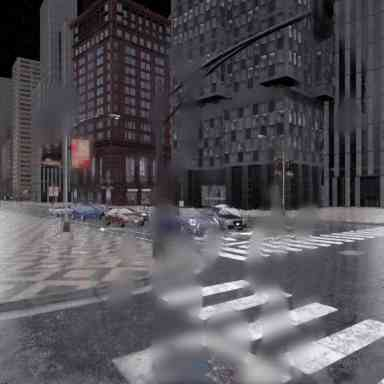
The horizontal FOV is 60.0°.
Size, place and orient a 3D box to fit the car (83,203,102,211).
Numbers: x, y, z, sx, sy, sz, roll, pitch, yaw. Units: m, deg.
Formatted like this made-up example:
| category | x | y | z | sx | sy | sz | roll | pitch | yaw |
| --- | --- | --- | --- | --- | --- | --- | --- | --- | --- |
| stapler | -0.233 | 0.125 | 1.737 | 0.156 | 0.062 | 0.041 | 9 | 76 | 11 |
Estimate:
| category | x | y | z | sx | sy | sz | roll | pitch | yaw |
| --- | --- | --- | --- | --- | --- | --- | --- | --- | --- |
| car | -18.651 | 2.727 | 62.136 | 1.895 | 1.301 | 4.718 | 0 | -1 | -36 |

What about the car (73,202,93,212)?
| category | x | y | z | sx | sy | sz | roll | pitch | yaw |
| --- | --- | --- | --- | --- | --- | --- | --- | --- | --- |
| car | -18.586 | 2.549 | 56.472 | 1.837 | 1.490 | 4.892 | 0 | -1 | -36 |

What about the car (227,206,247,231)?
| category | x | y | z | sx | sy | sz | roll | pitch | yaw |
| --- | --- | --- | --- | --- | --- | --- | --- | --- | --- |
| car | 1.691 | 1.861 | 22.312 | 1.994 | 1.385 | 4.181 | 0 | -1 | -36 |

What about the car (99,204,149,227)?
| category | x | y | z | sx | sy | sz | roll | pitch | yaw |
| --- | --- | --- | --- | --- | --- | --- | --- | --- | --- |
| car | -5.534 | 1.976 | 26.808 | 1.812 | 1.442 | 4.674 | 0 | -1 | -36 |

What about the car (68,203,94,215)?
| category | x | y | z | sx | sy | sz | roll | pitch | yaw |
| --- | --- | --- | --- | --- | --- | --- | --- | --- | --- |
| car | -15.589 | 2.353 | 46.477 | 2.128 | 1.511 | 4.902 | 0 | -1 | -35 |

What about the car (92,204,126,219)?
| category | x | y | z | sx | sy | sz | roll | pitch | yaw |
| --- | --- | --- | --- | --- | --- | --- | --- | --- | --- |
| car | -9.552 | 2.153 | 37.984 | 2.128 | 1.511 | 4.902 | 0 | -1 | -36 |

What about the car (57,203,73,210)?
| category | x | y | z | sx | sy | sz | roll | pitch | yaw |
| --- | --- | --- | --- | --- | --- | --- | --- | --- | --- |
| car | -24.986 | 2.851 | 65.388 | 1.895 | 1.301 | 4.718 | 0 | -1 | -36 |

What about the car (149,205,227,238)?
| category | x | y | z | sx | sy | sz | roll | pitch | yaw |
| --- | --- | --- | --- | --- | --- | --- | --- | --- | --- |
| car | -0.383 | 1.636 | 19.594 | 2.097 | 1.767 | 4.553 | 0 | -1 | -35 |

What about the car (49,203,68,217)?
| category | x | y | z | sx | sy | sz | roll | pitch | yaw |
| --- | --- | --- | --- | --- | --- | --- | --- | --- | --- |
| car | -16.697 | 2.417 | 42.417 | 1.895 | 1.301 | 4.718 | 0 | -1 | -35 |

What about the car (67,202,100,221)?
| category | x | y | z | sx | sy | sz | roll | pitch | yaw |
| --- | --- | --- | --- | --- | --- | --- | --- | --- | --- |
| car | -10.928 | 2.103 | 34.326 | 1.882 | 1.535 | 5.008 | 0 | -1 | -36 |
